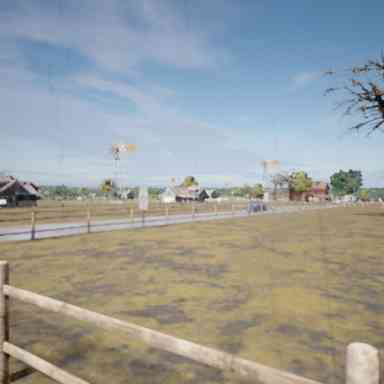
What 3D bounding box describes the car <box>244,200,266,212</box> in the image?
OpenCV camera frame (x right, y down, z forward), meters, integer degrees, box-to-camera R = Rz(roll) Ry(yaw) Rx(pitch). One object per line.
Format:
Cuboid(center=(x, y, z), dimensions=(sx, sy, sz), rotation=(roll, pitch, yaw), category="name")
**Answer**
Cuboid(center=(10.035, 2.120, 52.654), dimensions=(2.097, 1.767, 4.553), rotation=(1, 0, 35), category="car")
